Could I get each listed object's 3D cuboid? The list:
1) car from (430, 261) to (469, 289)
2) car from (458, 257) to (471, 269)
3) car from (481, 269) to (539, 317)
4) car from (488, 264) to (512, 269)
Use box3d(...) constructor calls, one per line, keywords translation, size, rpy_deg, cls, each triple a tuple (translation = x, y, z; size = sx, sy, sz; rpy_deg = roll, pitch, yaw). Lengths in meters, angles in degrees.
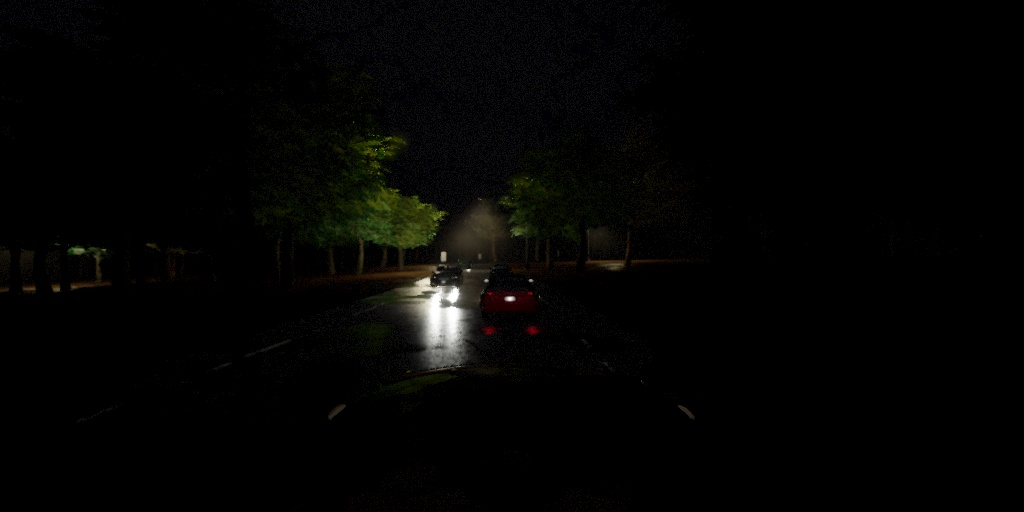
box3d(translation=(-4.291, 1.318, 24.179), size=(2.128, 1.511, 4.902), rpy_deg=(0, 0, -3), cls="car")
box3d(translation=(-8.586, 1.258, 64.663), size=(2.150, 2.045, 5.566), rpy_deg=(0, 0, -9), cls="car")
box3d(translation=(-0.117, 1.342, 13.411), size=(1.994, 1.385, 4.181), rpy_deg=(0, 0, -1), cls="car")
box3d(translation=(-0.980, 1.388, 30.245), size=(1.812, 1.442, 4.674), rpy_deg=(0, 0, -4), cls="car")
